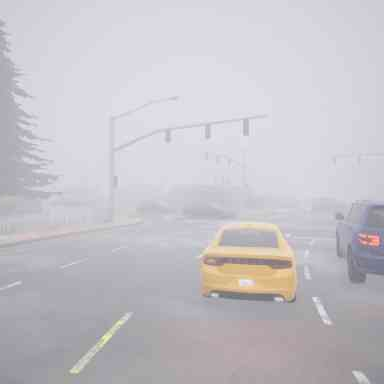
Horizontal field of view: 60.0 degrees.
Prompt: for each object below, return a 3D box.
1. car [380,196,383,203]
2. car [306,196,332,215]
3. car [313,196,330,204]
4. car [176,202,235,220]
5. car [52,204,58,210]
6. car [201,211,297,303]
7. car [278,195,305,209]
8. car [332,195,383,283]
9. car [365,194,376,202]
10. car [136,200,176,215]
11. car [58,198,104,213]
[{"bbox_3d":[40.442,1.540,69.221,2.033,1.411,5.357,0,0,31],"label":"car"},{"bbox_3d":[14.509,1.395,34.887,4.553,1.767,2.097,0,0,-37],"label":"car"},{"bbox_3d":[24.989,1.493,64.077,2.128,1.511,4.902,0,0,32],"label":"car"},{"bbox_3d":[1.378,1.565,27.303,4.674,1.442,1.812,0,0,32],"label":"car"},{"bbox_3d":[-15.425,1.533,41.863,5.008,1.535,1.882,1,0,32],"label":"car"},{"bbox_3d":[1.483,1.478,8.390,1.882,1.535,5.008,0,0,12],"label":"car"},{"bbox_3d":[13.304,1.547,45.136,2.033,1.411,5.357,0,0,31],"label":"car"},{"bbox_3d":[5.446,1.221,9.425,2.150,2.045,5.566,0,0,19],"label":"car"},{"bbox_3d":[42.761,1.355,79.727,2.097,1.767,4.553,0,0,31],"label":"car"},{"bbox_3d":[-3.762,1.581,34.643,4.674,1.442,1.812,0,0,31],"label":"car"},{"bbox_3d":[-11.422,1.547,35.255,4.902,1.511,2.128,0,0,32],"label":"car"}]
